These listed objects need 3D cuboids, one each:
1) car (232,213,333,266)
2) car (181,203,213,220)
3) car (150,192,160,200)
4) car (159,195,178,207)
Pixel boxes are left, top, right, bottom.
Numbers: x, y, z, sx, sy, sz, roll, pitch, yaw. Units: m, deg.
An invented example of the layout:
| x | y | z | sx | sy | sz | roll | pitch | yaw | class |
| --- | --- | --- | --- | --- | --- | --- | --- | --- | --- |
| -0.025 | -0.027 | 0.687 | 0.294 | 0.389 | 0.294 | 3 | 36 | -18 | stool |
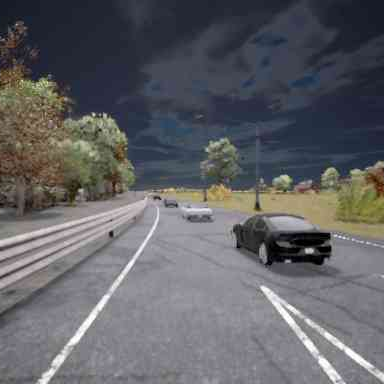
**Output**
| x | y | z | sx | sy | sz | roll | pitch | yaw | class |
| --- | --- | --- | --- | --- | --- | --- | --- | --- | --- |
| 2.838 | 1.465 | 11.600 | 1.882 | 1.535 | 5.008 | 0 | 0 | -9 | car |
| 0.282 | 1.557 | 27.241 | 1.895 | 1.301 | 4.718 | 0 | 0 | -9 | car |
| -8.694 | 1.242 | 82.128 | 1.837 | 1.490 | 4.892 | 0 | 0 | -9 | car |
| -3.145 | 1.427 | 48.198 | 2.033 | 1.411 | 5.357 | 0 | 0 | -9 | car |
